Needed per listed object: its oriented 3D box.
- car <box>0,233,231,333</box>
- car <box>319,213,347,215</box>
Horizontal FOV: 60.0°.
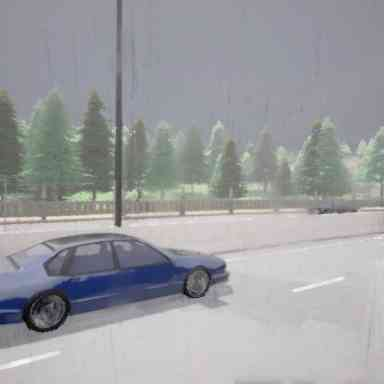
[{"bbox_3d":[-1.732,1.567,6.807,5.357,1.411,2.033,0,0,-36],"label":"car"},{"bbox_3d":[12.354,1.585,29.242,4.718,1.301,1.895,0,0,-30],"label":"car"}]
